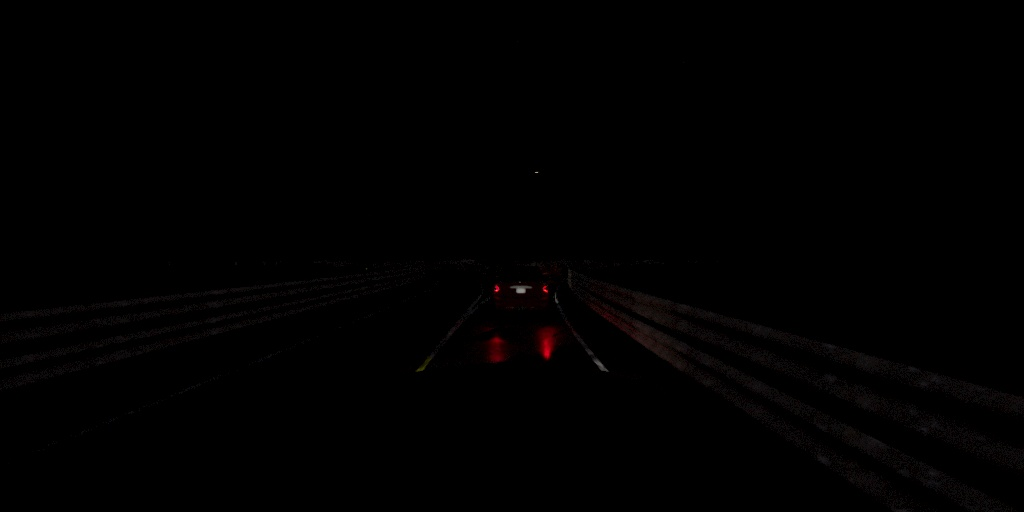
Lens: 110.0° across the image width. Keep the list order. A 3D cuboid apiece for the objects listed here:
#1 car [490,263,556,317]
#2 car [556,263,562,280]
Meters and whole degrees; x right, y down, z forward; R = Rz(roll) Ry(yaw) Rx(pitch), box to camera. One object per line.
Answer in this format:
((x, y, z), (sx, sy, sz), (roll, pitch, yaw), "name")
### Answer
((0.421, 1.157, 13.680), (2.097, 1.767, 4.553), (0, 0, 4), "car")
((3.588, 1.370, 33.671), (1.882, 1.535, 5.008), (0, 0, 14), "car")
